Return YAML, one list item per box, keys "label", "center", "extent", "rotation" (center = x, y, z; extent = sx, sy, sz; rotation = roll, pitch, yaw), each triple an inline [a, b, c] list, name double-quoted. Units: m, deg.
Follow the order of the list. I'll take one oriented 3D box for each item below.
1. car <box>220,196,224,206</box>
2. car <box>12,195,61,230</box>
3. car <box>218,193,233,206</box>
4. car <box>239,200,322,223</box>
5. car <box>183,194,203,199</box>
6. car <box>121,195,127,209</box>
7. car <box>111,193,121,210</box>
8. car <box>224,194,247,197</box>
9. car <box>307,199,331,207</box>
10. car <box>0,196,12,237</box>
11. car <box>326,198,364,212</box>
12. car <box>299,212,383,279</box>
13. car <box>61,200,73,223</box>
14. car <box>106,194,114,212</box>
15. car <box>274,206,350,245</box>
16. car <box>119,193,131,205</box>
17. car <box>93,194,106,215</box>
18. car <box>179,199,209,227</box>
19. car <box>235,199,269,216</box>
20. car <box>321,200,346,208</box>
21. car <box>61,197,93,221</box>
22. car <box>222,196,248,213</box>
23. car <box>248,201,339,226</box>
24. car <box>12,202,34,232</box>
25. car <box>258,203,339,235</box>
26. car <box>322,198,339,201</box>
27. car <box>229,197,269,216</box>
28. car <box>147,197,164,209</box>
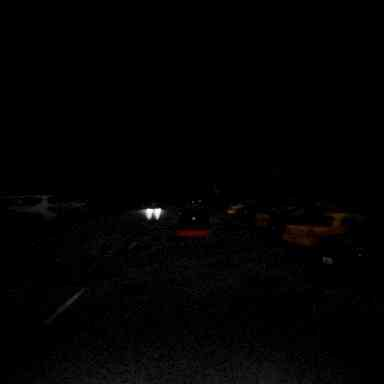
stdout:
- label: "car"
  center: [6.020, 1.474, 36.627]
  extent: [4.892, 1.521, 2.231]
  rotation: [1, 0, -20]
- label: "car"
  center: [-10.971, 1.228, 19.804]
  extent: [5.566, 2.045, 2.435]
  rotation: [-1, 0, -20]
- label: "car"
  center: [6.044, 1.220, 42.560]
  extent: [5.566, 2.045, 2.435]
  rotation: [1, 0, -20]
- label: "car"
  center: [6.006, 1.479, 21.840]
  extent: [5.008, 1.535, 2.097]
  rotation: [1, 0, -20]
- label: "car"
  center: [0.111, 1.206, 40.268]
  extent: [2.150, 2.045, 5.566]
  rotation: [0, 0, 0]
- label: "car"
  center: [-10.937, 1.472, 40.970]
  extent: [4.892, 1.521, 2.231]
  rotation: [-1, 0, -20]
- label: "car"
  center: [-10.904, 1.346, 37.955]
  extent: [4.553, 1.767, 2.185]
  rotation: [-1, 0, -20]
- label: "car"
  center: [6.046, 1.349, 33.676]
  extent: [4.553, 1.767, 2.185]
  rotation: [1, 0, -20]
- label: "car"
  center: [28.120, 2.487, 73.666]
  extent: [2.231, 1.521, 4.892]
  rotation: [2, -1, -21]
- label: "car"
  center: [-10.911, 1.230, 13.776]
  extent: [5.566, 2.045, 2.435]
  rotation: [-1, 0, -20]
- label: "car"
  center: [25.464, 2.129, 55.474]
  extent: [2.435, 2.045, 5.566]
  rotation: [2, 1, -21]
- label: "car"
  center: [5.980, 1.513, 9.980]
  extent: [4.792, 1.488, 2.163]
  rotation: [1, 0, -20]
- label: "car"
  center: [-10.908, 1.507, 22.848]
  extent: [4.792, 1.488, 2.163]
  rotation: [-1, 0, -20]
- label: "car"
  center: [-10.966, 1.348, 34.917]
  extent: [4.553, 1.767, 2.185]
  rotation: [-1, 0, -20]
- label: "car"
  center: [6.175, 1.482, 13.026]
  extent: [5.366, 1.575, 1.946]
  rotation: [1, 0, -20]
- label: "car"
  center: [-10.955, 1.219, 43.974]
  extent: [5.566, 2.045, 2.435]
  rotation: [-1, 0, -20]
- label: "car"
  center: [-10.960, 1.349, 31.890]
  extent: [4.553, 1.767, 2.185]
  rotation: [-1, 0, -20]
- label: "car"
  center: [0.112, 1.469, 22.801]
  extent: [1.882, 1.535, 5.008]
  rotation: [0, 0, 0]
- label: "car"
  center: [6.034, 1.508, 24.806]
  extent: [4.792, 1.488, 2.163]
  rotation: [1, 0, -20]
- label: "car"
  center: [31.441, 2.586, 73.886]
  extent: [1.946, 1.575, 5.366]
  rotation: [2, -1, -21]
- label: "car"
  center: [-10.914, 1.225, 25.871]
  extent: [5.566, 2.045, 2.435]
  rotation: [-1, 0, -20]
- label: "car"
  center: [5.843, 1.470, 30.639]
  extent: [5.366, 1.575, 1.946]
  rotation: [1, 0, -20]
- label: "car"
  center: [6.178, 1.479, 18.944]
  extent: [5.366, 1.575, 1.946]
  rotation: [1, 0, -20]
- label: "car"
  center: [-10.925, 1.481, 16.783]
  extent: [4.892, 1.521, 2.231]
  rotation: [-1, 0, -20]
- label: "car"
  center: [6.006, 1.481, 15.910]
  extent: [5.008, 1.535, 2.097]
  rotation: [1, 0, -20]
- label: "car"
  center: [22.485, 2.275, 55.299]
  extent: [1.946, 1.575, 5.366]
  rotation: [2, 1, -21]
- label: "car"
  center: [6.013, 1.478, 27.755]
  extent: [4.892, 1.521, 2.231]
  rotation: [1, 0, -20]
- label: "car"
  center: [-4.996, 1.475, 45.994]
  extent: [2.128, 1.511, 4.902]
  rotation: [0, 0, 0]
